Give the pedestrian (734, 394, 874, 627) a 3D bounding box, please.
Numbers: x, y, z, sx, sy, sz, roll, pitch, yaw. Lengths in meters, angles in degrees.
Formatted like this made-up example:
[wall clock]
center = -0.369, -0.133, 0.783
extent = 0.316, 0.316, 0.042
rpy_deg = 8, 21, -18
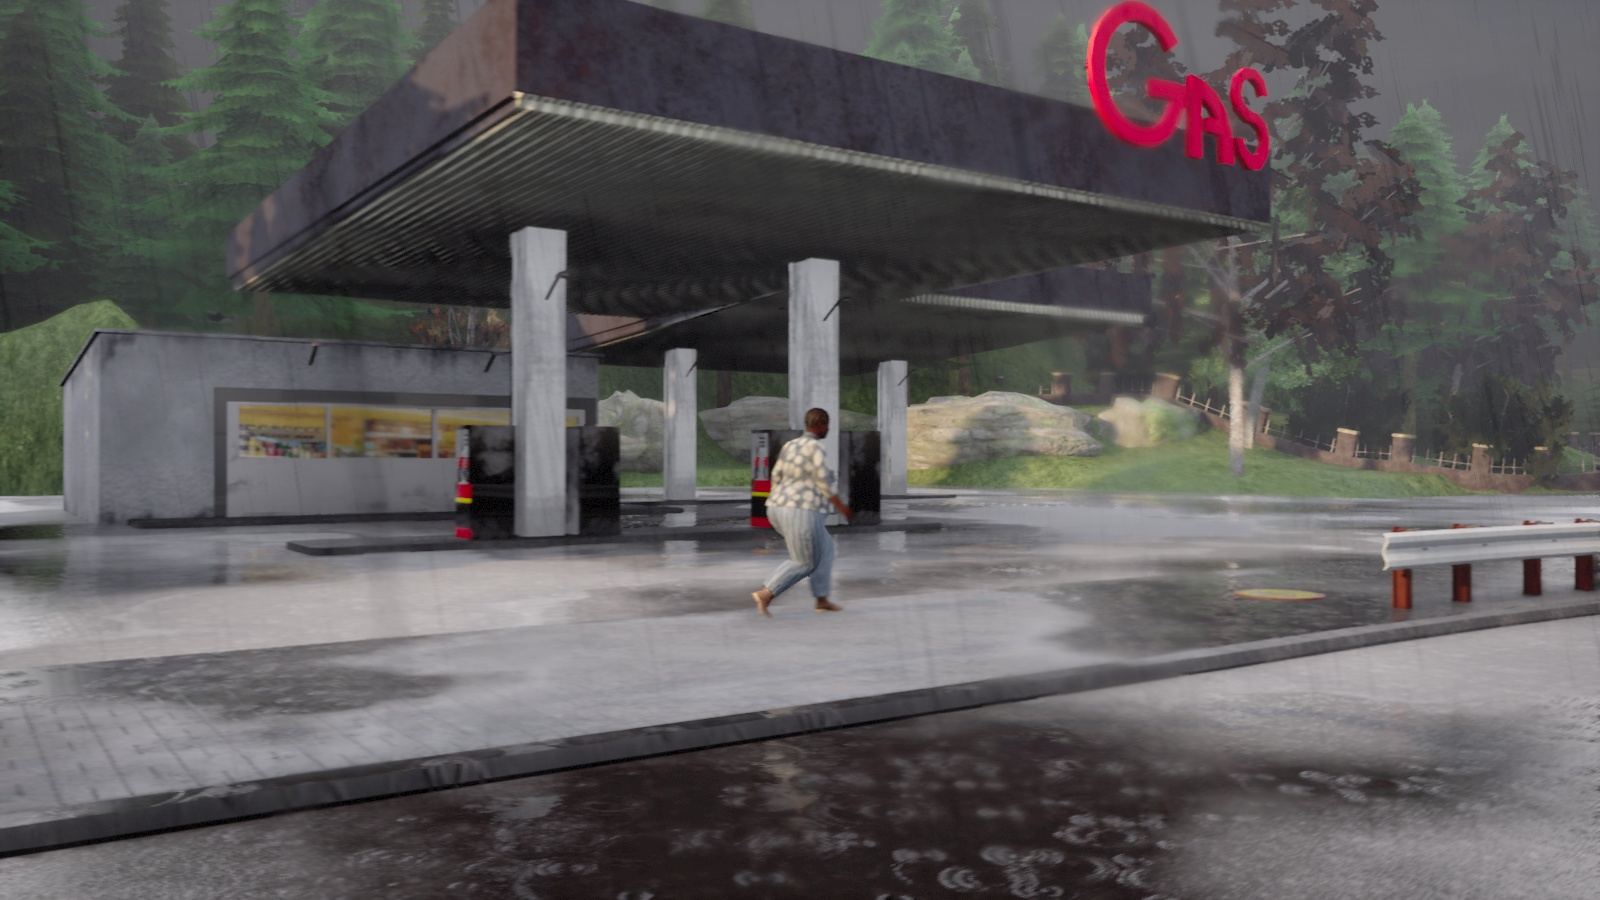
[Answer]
[pedestrian]
center = 0.022, 0.480, 10.571
extent = 0.900, 1.855, 0.874
rpy_deg = 0, 0, -23
